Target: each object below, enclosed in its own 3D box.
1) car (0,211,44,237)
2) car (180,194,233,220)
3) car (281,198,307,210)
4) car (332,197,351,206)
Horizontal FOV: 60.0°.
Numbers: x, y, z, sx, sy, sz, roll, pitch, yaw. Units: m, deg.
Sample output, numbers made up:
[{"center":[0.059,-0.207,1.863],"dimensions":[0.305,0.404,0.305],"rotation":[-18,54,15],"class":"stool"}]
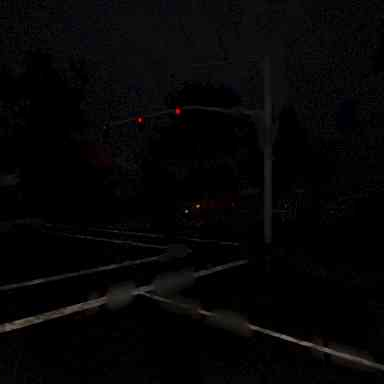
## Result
[{"center":[-9.882,1.601,16.099],"dimensions":[1.895,1.301,4.718],"rotation":[0,0,42],"class":"car"},{"center":[1.379,1.221,28.974],"dimensions":[2.150,2.045,5.566],"rotation":[0,0,41],"class":"car"},{"center":[13.061,1.491,42.388],"dimensions":[2.128,1.511,4.902],"rotation":[0,0,41],"class":"car"},{"center":[25.296,1.544,56.307],"dimensions":[1.812,1.442,4.674],"rotation":[0,0,41],"class":"car"}]
